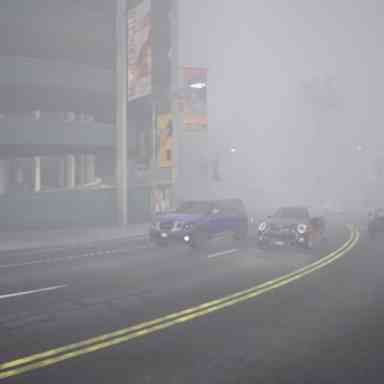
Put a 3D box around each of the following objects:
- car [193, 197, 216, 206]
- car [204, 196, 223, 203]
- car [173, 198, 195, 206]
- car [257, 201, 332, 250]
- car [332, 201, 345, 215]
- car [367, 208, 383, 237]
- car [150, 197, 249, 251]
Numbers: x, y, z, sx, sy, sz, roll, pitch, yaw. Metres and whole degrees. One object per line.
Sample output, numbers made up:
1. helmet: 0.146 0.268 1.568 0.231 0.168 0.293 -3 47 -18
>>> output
1. car: 2.274 1.775 62.091 2.128 1.511 4.902 0 0 -26
2. car: 5.037 1.830 79.141 2.231 1.521 4.892 0 0 -27
3. car: -1.588 1.846 62.000 2.033 1.411 5.357 0 0 -26
4. car: 4.571 1.403 14.822 2.097 1.767 4.553 -1 0 32
5. car: 14.501 1.626 35.062 1.812 1.442 4.674 0 0 1
6. car: 10.538 1.564 17.890 1.812 1.442 4.674 0 0 27
7. car: 0.574 1.291 14.934 2.150 2.045 5.566 0 0 36
